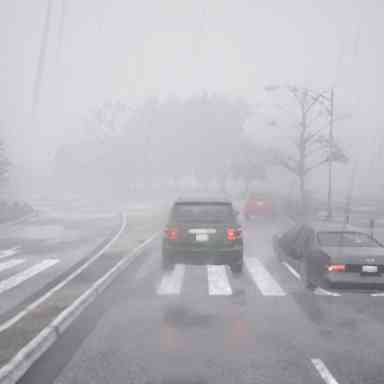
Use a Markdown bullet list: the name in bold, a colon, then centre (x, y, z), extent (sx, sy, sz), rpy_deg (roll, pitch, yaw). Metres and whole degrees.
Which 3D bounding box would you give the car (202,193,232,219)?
- **car**: centre (2.148, 1.028, 27.222), extent (2.097, 1.767, 4.553), rpy_deg (1, 2, 9)

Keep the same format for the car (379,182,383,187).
- **car**: centre (43.119, -1.828, 72.354), extent (2.185, 1.767, 4.553), rpy_deg (-1, 4, -11)

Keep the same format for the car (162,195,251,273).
- **car**: centre (0.372, 1.173, 10.643), extent (2.150, 2.045, 5.566), rpy_deg (0, 0, 3)

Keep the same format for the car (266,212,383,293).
- **car**: centre (3.535, 1.515, 8.903), extent (2.033, 1.411, 5.357), rpy_deg (0, 0, 3)

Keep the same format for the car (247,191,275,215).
- **car**: centre (5.225, 0.950, 26.057), extent (2.150, 2.045, 5.566), rpy_deg (1, 2, 8)
